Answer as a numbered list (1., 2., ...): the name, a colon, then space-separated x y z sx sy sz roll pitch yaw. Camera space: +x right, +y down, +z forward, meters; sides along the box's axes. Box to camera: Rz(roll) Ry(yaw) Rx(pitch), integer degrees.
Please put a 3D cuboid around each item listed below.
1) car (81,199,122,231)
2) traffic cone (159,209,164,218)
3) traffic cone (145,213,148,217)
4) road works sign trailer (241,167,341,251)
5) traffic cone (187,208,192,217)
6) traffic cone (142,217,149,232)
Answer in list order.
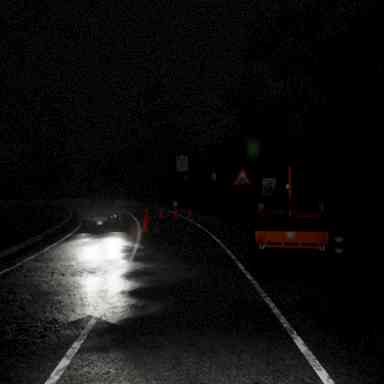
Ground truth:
1. car: -4.951 1.173 18.416 2.128 1.511 4.902 -1 2 -12
2. traffic cone: -2.072 1.457 22.520 0.340 0.580 0.340 -1 2 -6
3. traffic cone: -2.563 1.596 18.438 0.340 0.580 0.340 -1 2 -7
4. road works sign trailer: 2.903 0.638 9.863 2.380 2.880 3.560 -1 2 17
5. traffic cone: -0.150 1.407 22.840 0.340 0.580 0.340 -1 2 -2
6. traffic cone: -2.314 1.652 16.456 0.340 0.580 0.340 -1 2 -7
